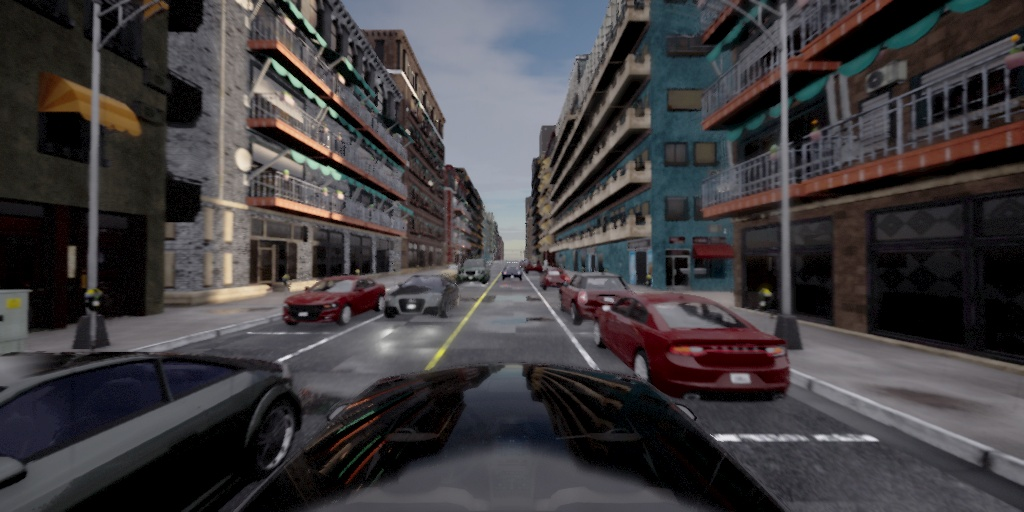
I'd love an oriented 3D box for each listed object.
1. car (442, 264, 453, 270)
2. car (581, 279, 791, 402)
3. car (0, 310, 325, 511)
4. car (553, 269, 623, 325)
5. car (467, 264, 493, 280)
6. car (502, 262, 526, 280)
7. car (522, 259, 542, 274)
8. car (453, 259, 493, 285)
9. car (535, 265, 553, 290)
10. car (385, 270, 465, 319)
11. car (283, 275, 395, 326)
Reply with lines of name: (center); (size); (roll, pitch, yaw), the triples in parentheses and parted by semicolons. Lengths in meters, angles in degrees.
car: (-5.680, 1.454, 33.926); (1.751, 1.417, 4.829); (0, 0, 0)
car: (2.694, 1.321, 6.463); (1.888, 1.381, 4.507); (0, 0, 0)
car: (-3.086, 1.315, 1.900); (1.994, 1.385, 4.181); (0, 0, -1)
car: (2.695, 1.246, 11.986); (1.967, 1.591, 4.097); (0, 0, 0)
car: (-3.010, 1.479, 34.762); (2.033, 1.411, 5.357); (0, 0, 0)
car: (0.024, 1.526, 33.318); (1.895, 1.301, 4.718); (0, 0, 0)
car: (2.705, 1.306, 45.127); (2.192, 1.841, 5.009); (0, 0, 0)
car: (-2.993, 1.226, 28.680); (2.150, 2.045, 5.566); (0, 0, 0)
car: (2.698, 1.449, 23.033); (1.802, 1.307, 4.207); (0, 0, 0)
car: (-3.096, 1.376, 13.035); (1.994, 1.385, 4.181); (0, 0, 0)
car: (-5.686, 1.351, 12.003); (1.888, 1.381, 4.507); (0, 0, 0)
